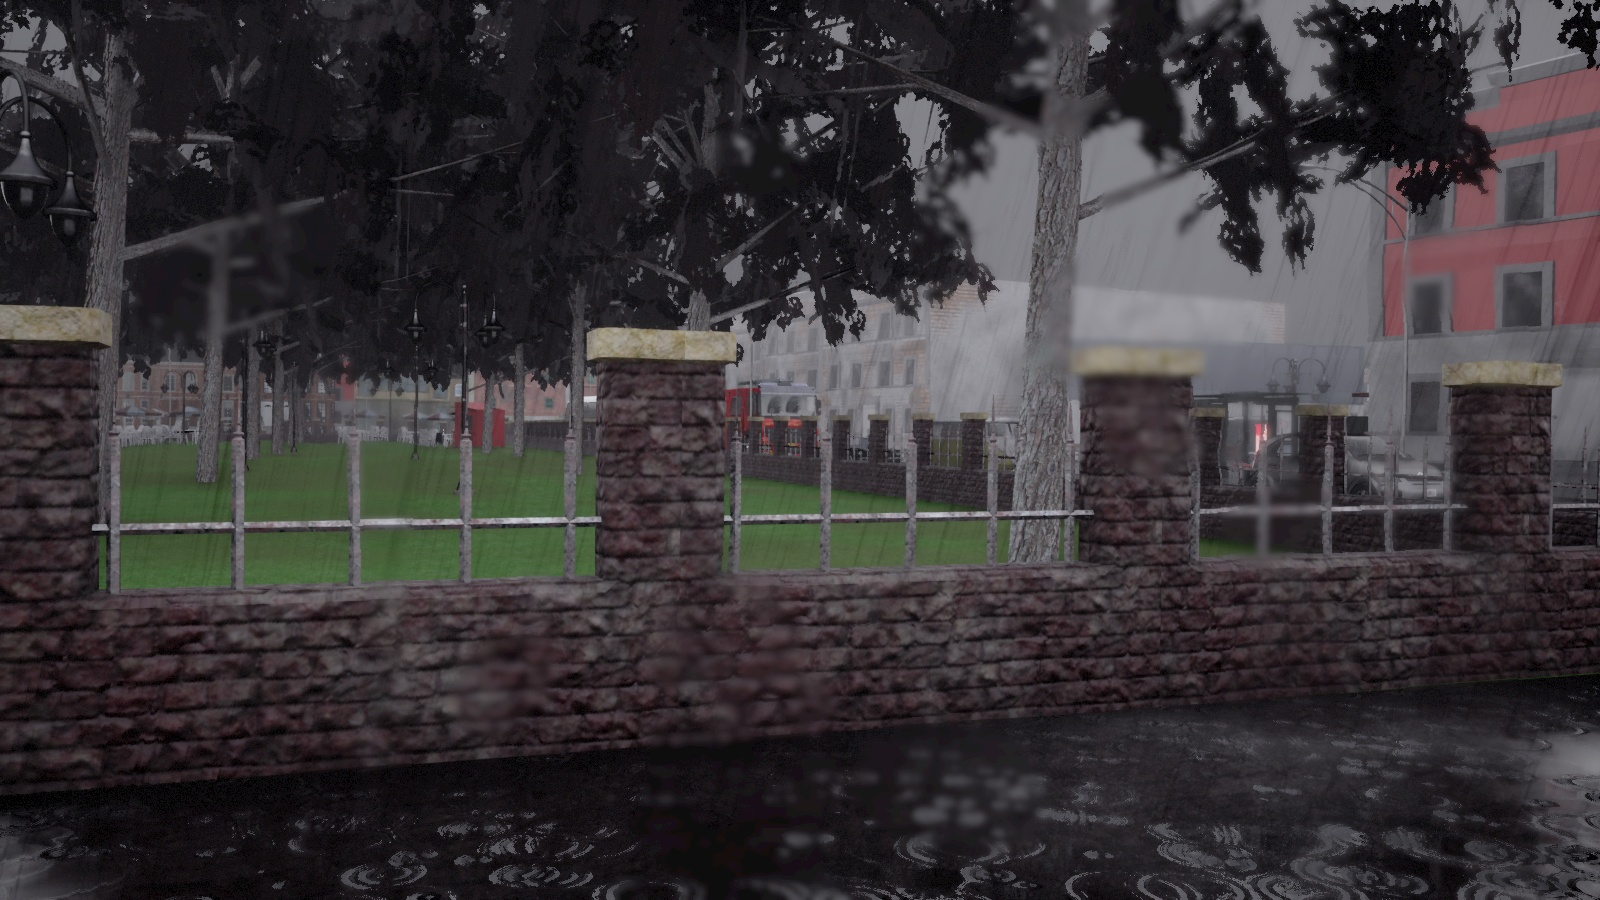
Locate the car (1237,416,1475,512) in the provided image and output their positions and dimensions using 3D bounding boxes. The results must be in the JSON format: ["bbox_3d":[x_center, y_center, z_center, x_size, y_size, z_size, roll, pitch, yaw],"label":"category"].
[{"bbox_3d":[10.278,0.202,23.553,1.851,1.617,3.988,-1,1,-19],"label":"car"}]

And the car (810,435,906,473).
[{"bbox_3d":[2.087,0.118,46.563,1.895,1.301,4.718,-1,1,-20],"label":"car"}]

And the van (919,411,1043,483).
[{"bbox_3d":[5.323,-0.116,37.445,1.775,1.987,4.442,-1,1,-20],"label":"van"}]

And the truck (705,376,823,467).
[{"bbox_3d":[-1.803,-1.282,57.441,2.891,3.827,8.468,-1,1,-20],"label":"truck"}]
